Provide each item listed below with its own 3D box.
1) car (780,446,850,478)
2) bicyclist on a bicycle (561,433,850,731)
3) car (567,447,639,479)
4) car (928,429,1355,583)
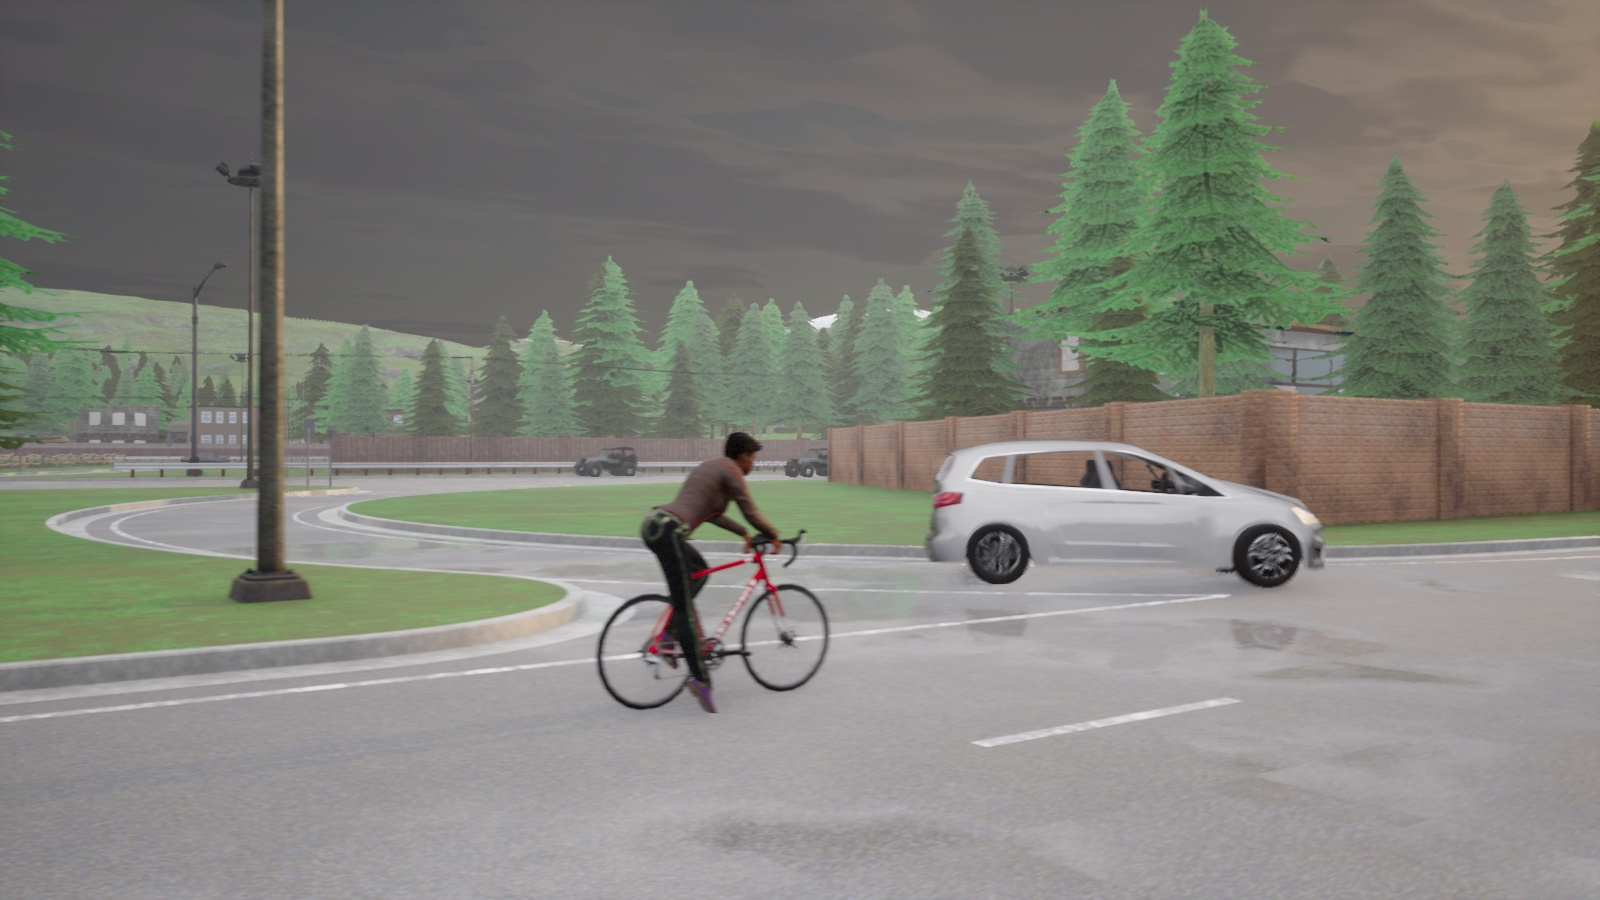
[{"bbox_3d":[0.904,0.725,76.456,3.866,1.878,1.905,0,0,-35],"label":"car"},{"bbox_3d":[-0.541,0.717,7.547,1.656,1.620,0.582,0,0,-35],"label":"bicyclist on a bicycle"},{"bbox_3d":[-11.912,0.751,76.030,3.866,1.878,1.905,0,0,-35],"label":"car"},{"bbox_3d":[3.855,0.619,15.012,4.611,1.667,2.242,0,0,6],"label":"car"}]
